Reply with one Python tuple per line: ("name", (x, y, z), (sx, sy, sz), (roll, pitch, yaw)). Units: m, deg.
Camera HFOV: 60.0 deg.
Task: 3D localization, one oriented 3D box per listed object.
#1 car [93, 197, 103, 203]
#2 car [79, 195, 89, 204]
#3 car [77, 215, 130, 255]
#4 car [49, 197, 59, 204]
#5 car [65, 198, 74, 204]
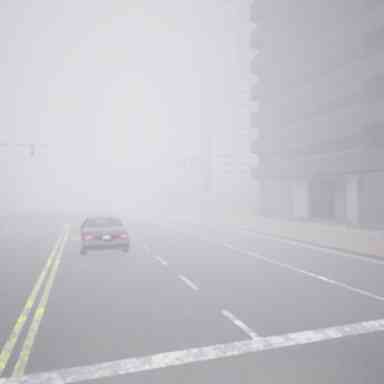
("car", (-24.250, 2.029, 86.139), (2.097, 1.767, 4.553), (0, 0, -19))
("car", (-27.588, 1.906, 85.085), (2.150, 2.045, 5.566), (0, 0, -19))
("car", (-3.810, 1.671, 14.132), (2.033, 1.411, 5.357), (0, 0, -18))
("car", (-33.635, 2.063, 81.100), (2.097, 1.767, 4.553), (0, 0, -19))
("car", (-30.307, 2.200, 82.183), (1.837, 1.490, 4.892), (0, 0, -19))
